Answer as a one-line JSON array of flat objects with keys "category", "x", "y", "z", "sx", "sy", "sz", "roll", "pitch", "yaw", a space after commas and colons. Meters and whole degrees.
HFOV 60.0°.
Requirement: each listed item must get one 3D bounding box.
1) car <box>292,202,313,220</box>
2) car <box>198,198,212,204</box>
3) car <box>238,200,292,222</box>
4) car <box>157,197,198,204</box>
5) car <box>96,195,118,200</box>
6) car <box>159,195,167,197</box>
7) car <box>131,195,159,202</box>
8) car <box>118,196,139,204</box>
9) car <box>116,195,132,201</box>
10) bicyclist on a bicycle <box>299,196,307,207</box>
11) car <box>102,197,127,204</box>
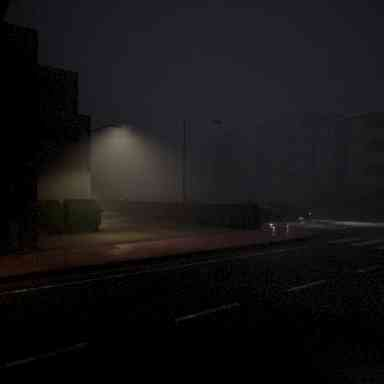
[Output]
[{"category": "car", "x": 8.040, "y": 1.491, "z": 28.783, "sx": 2.128, "sy": 1.511, "sz": 4.902, "roll": 0, "pitch": 0, "yaw": -37}, {"category": "car", "x": 0.658, "y": 1.506, "z": 39.000, "sx": 1.837, "sy": 1.490, "sz": 4.892, "roll": 0, "pitch": 0, "yaw": -36}, {"category": "car", "x": 5.167, "y": 1.478, "z": 26.699, "sx": 1.882, "sy": 1.535, "sz": 5.008, "roll": 0, "pitch": 0, "yaw": -36}, {"category": "car", "x": -1.644, "y": 1.562, "z": 36.203, "sx": 1.994, "sy": 1.385, "sz": 4.181, "roll": 0, "pitch": 0, "yaw": -36}, {"category": "car", "x": -14.375, "y": 1.601, "z": 53.448, "sx": 1.895, "sy": 1.301, "sz": 4.718, "roll": 0, "pitch": 0, "yaw": -42}, {"category": "car", "x": -5.893, "y": 1.352, "z": 59.523, "sx": 2.097, "sy": 1.767, "sz": 4.553, "roll": 0, "pitch": 0, "yaw": -41}, {"category": "car", "x": -8.024, "y": 1.564, "z": 56.699, "sx": 1.994, "sy": 1.385, "sz": 4.181, "roll": 0, "pitch": 0, "yaw": -40}, {"category": "car", "x": -12.648, "y": 1.564, "z": 66.138, "sx": 4.181, "sy": 1.385, "sz": 1.994, "roll": 0, "pitch": 0, "yaw": 38}, {"category": "car", "x": -12.306, "y": 1.350, "z": 56.392, "sx": 2.097, "sy": 1.767, "sz": 4.553, "roll": 0, "pitch": 0, "yaw": -43}, {"category": "bicyclist on a bicycle", "x": 13.348, "y": 1.301, "z": 40.151, "sx": 1.656, "sy": 1.620, "sz": 0.582, "roll": 0, "pitch": 0, "yaw": -36}, {"category": "car", "x": -14.860, "y": 1.601, "z": 63.418, "sx": 4.718, "sy": 1.301, "sz": 1.895, "roll": 0, "pitch": 0, "yaw": 34}]
